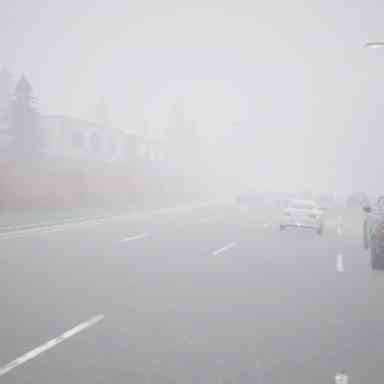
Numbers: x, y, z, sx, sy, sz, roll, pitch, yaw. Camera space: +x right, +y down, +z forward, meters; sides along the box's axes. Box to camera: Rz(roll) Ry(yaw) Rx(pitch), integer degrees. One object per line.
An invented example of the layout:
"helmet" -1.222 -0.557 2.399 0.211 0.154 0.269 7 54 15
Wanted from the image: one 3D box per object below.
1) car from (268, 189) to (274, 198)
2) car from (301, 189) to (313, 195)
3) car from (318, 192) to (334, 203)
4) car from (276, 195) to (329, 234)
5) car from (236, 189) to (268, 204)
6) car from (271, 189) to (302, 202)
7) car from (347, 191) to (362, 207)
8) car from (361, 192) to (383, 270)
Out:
"car" 11.108 0.283 46.499 2.033 1.411 5.357 3 2 24
"car" 19.113 0.181 55.728 1.882 1.535 5.008 3 2 24
"car" 17.021 0.702 42.377 1.895 1.301 4.718 3 2 24
"car" 5.613 1.122 16.595 1.812 1.442 4.674 3 2 24
"car" 6.201 0.494 35.450 2.033 1.411 5.357 3 2 24
"car" 10.159 0.692 35.511 1.895 1.301 4.718 3 2 24
"car" 18.126 0.713 36.211 2.097 1.767 4.553 3 2 24
"car" 6.523 1.088 9.981 2.150 2.045 5.566 3 2 24
